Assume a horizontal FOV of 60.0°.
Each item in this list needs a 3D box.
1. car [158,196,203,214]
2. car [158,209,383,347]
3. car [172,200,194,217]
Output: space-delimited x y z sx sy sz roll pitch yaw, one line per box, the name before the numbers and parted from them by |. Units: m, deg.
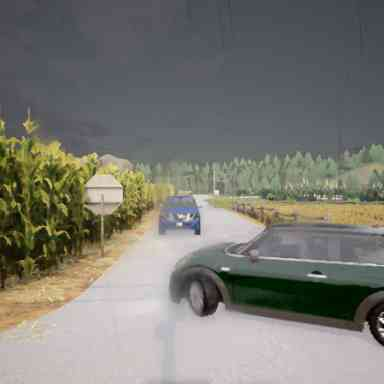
car | -0.644 1.225 18.829 2.150 2.045 5.566 0 0 -1
car | 1.853 1.351 6.209 4.553 1.767 2.097 0 0 26
car | -0.830 1.547 32.486 2.033 1.411 5.357 0 0 0
